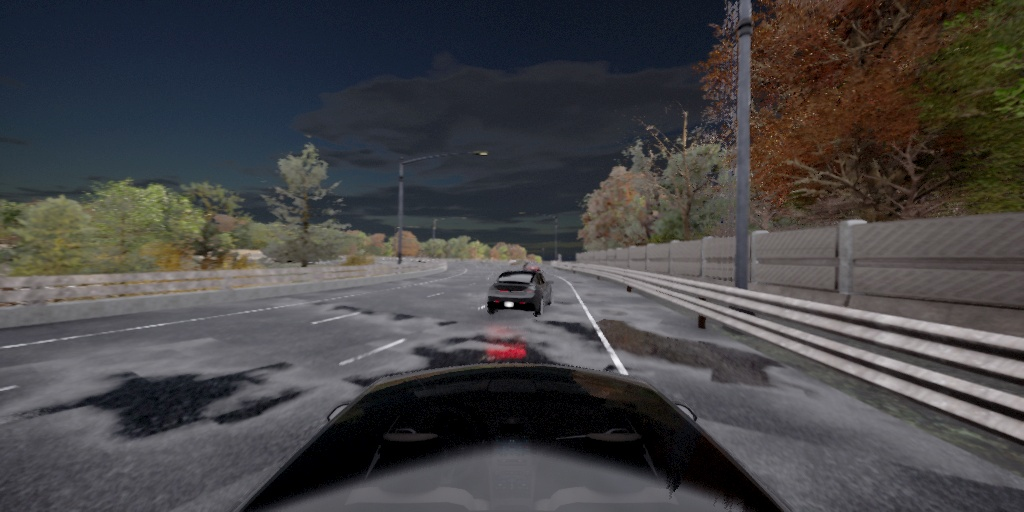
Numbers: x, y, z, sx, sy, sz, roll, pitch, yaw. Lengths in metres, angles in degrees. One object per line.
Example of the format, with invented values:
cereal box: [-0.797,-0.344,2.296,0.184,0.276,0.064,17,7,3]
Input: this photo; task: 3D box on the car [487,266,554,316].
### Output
car: [0.428,1.298,13.684,1.837,1.490,4.892,1,0,12]

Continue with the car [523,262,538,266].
car: [2.515,1.498,48.311,1.994,1.385,4.181,1,0,-5]
